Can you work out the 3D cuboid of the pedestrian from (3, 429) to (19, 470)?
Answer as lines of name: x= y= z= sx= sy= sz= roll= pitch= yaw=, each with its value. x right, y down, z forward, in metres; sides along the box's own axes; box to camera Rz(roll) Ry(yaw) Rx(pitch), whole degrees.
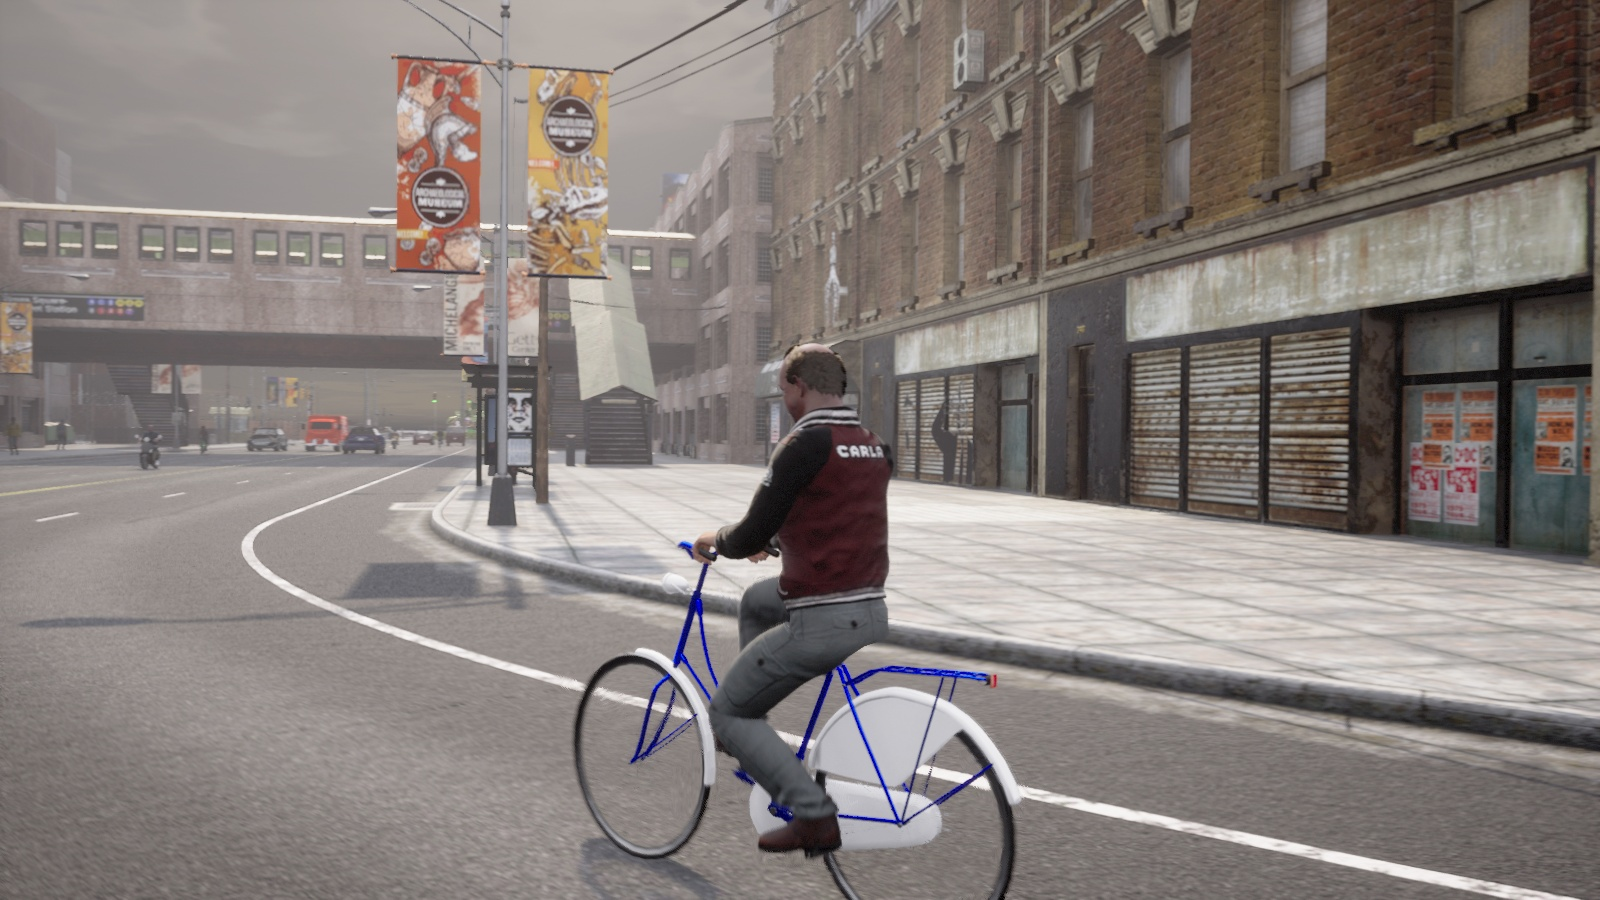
pedestrian: x=-35.835 y=-0.024 z=57.067 sx=0.431 sy=1.840 sz=0.709 roll=-1 pitch=1 yaw=-19

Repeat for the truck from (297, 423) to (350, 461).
truck: x=-32.513 y=-0.555 z=85.837 sx=2.627 sy=2.467 sz=5.204 roll=-1 pitch=1 yaw=-13

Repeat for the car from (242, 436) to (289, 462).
car: x=-35.650 y=-0.087 z=83.885 sx=2.033 sy=1.649 sz=4.856 roll=-1 pitch=1 yaw=-13

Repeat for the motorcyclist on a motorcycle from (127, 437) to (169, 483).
motorcyclist on a motorcycle: x=-23.102 y=0.322 z=44.545 sx=0.866 sy=1.590 sz=1.817 roll=-1 pitch=1 yaw=-13

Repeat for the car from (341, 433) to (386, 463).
car: x=-27.216 y=-0.161 z=78.381 sx=2.097 sy=1.767 sz=4.553 roll=-1 pitch=1 yaw=-13

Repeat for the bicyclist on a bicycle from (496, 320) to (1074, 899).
bicyclist on a bicycle: x=-0.123 y=0.554 z=3.993 sx=1.843 sy=1.776 sz=0.659 roll=0 pitch=1 yaw=39

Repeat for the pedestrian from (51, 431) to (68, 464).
pedestrian: x=-42.446 y=-0.155 z=71.972 sx=0.540 sy=1.848 sz=0.694 roll=-1 pitch=1 yaw=-3
